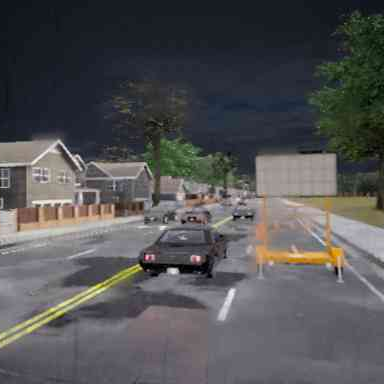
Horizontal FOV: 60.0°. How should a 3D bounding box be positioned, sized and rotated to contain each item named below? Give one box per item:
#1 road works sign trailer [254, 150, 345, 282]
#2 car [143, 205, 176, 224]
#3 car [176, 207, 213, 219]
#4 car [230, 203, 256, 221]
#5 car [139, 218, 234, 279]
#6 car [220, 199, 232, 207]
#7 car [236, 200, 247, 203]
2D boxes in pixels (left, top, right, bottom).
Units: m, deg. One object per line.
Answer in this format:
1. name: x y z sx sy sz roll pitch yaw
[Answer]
1. road works sign trailer: 3.152 0.562 10.170 2.380 3.560 2.880 -1 -1 13
2. car: -2.604 1.911 28.436 1.837 1.490 4.892 -1 -1 13
3. car: 0.433 1.919 27.152 1.994 1.385 4.181 -1 -1 13
4. car: 4.984 1.964 31.365 1.895 1.301 4.718 -1 -1 13
5. car: 0.038 1.739 10.622 1.895 1.301 4.718 -1 -1 13
6. car: 7.014 2.211 68.340 2.097 1.767 4.553 -1 -1 13
7. car: 10.075 2.348 67.156 2.033 1.411 5.357 -1 -1 13
